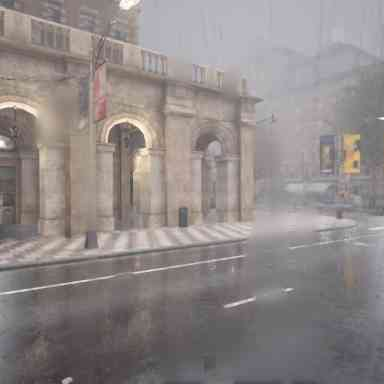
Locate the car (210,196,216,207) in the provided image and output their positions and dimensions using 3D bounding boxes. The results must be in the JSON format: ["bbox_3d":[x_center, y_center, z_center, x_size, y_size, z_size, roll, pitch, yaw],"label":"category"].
[{"bbox_3d":[1.428,1.595,46.360,1.895,1.301,4.718,0,0,-36],"label":"car"}]

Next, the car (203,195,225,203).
[{"bbox_3d":[4.709,1.518,72.949,2.128,1.511,4.902,0,0,-36],"label":"car"}]

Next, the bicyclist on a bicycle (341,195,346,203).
[{"bbox_3d":[26.016,1.300,56.959,1.656,1.620,0.582,0,0,-36],"label":"bicyclist on a bicycle"}]

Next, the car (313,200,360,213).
[{"bbox_3d":[16.160,1.600,37.350,1.895,1.301,4.718,0,0,-36],"label":"car"}]
